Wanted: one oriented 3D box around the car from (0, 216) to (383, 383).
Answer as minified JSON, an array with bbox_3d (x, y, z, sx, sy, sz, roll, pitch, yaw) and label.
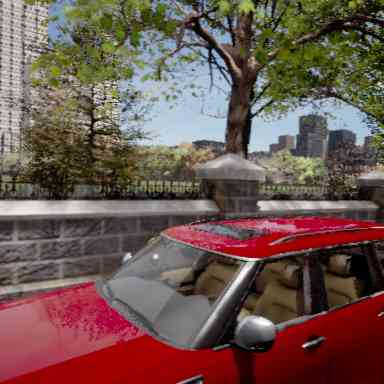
[{"bbox_3d":[0.469,1.232,3.252,5.009,1.841,2.192,1,2,-33],"label":"car"}]
